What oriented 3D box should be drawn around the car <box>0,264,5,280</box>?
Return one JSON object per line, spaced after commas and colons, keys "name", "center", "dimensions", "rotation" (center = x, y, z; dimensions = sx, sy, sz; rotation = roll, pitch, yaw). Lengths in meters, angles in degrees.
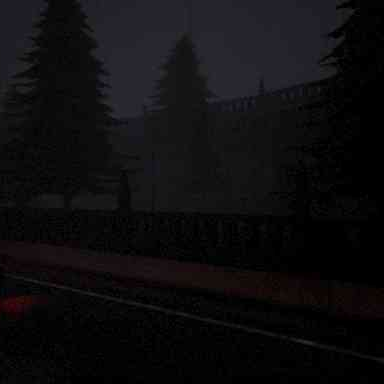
{"name": "car", "center": [-6.743, 1.544, 8.030], "dimensions": [5.357, 1.411, 2.033], "rotation": [0, 0, 32]}
